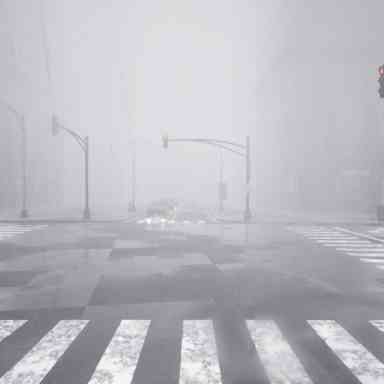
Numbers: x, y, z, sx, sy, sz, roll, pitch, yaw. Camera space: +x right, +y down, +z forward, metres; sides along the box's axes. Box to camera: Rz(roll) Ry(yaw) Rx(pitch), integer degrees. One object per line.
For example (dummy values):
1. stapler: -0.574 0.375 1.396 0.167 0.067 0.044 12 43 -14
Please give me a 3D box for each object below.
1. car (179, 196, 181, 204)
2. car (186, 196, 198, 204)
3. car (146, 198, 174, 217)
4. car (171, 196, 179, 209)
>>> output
1. car: -3.115 1.553 51.489 1.994 1.385 4.181 0 0 1
2. car: -0.021 1.514 62.664 1.812 1.442 4.674 0 0 0
3. car: -3.123 1.540 31.334 2.033 1.411 5.357 0 0 0
4. car: -3.128 1.538 41.406 2.033 1.411 5.357 0 0 0
